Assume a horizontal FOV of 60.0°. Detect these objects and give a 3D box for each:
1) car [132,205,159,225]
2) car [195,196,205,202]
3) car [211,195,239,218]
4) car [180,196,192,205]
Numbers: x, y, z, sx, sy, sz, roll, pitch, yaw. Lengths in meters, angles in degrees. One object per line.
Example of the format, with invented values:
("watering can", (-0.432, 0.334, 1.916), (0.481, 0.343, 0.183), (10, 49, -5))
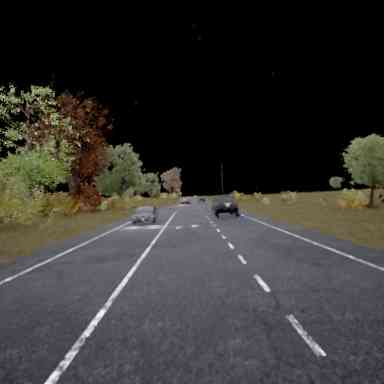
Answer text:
("car", (-3.784, 1.870, 27.566), (1.837, 1.490, 4.892), (-2, 0, -1))
("car", (2.562, 2.084, 94.196), (1.837, 1.490, 4.892), (-2, 0, -1))
("car", (3.180, 1.334, 32.444), (2.150, 2.045, 5.566), (-2, 0, -1))
("car", (-1.537, 2.071, 73.276), (1.882, 1.535, 5.008), (-2, 0, 6))
